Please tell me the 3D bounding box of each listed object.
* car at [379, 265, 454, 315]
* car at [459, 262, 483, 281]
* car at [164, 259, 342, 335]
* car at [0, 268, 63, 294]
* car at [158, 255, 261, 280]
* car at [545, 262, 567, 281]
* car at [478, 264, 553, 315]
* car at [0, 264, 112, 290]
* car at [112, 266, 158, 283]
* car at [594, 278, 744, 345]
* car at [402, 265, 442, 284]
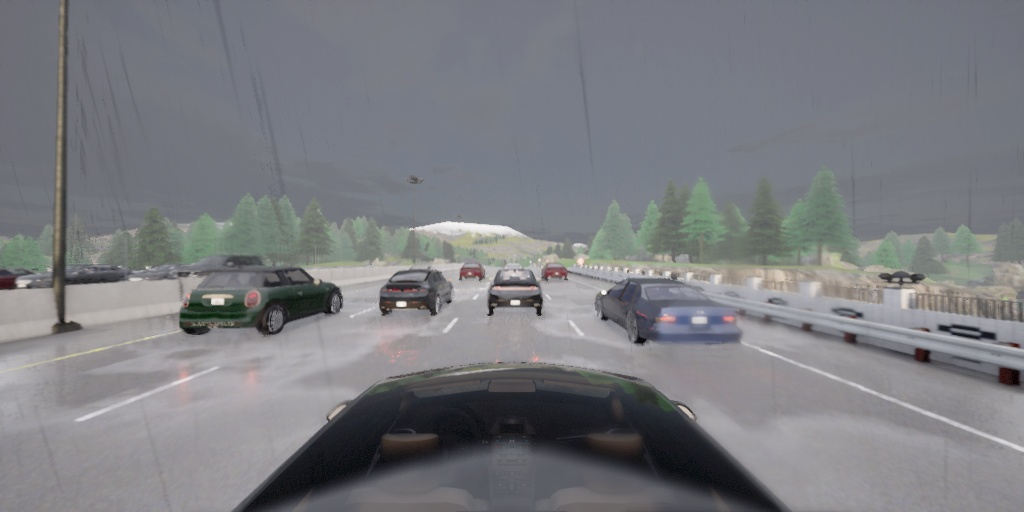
[{"bbox_3d":[-3.395,1.232,13.431,1.837,1.490,4.892,0,0,0],"label":"car"},{"bbox_3d":[-3.390,1.300,31.322,1.882,1.535,5.008,0,-1,0],"label":"car"},{"bbox_3d":[-6.897,1.081,10.528,2.097,1.767,4.553,0,0,0],"label":"car"},{"bbox_3d":[-28.094,1.340,19.308,1.895,1.301,4.718,0,0,0],"label":"car"},{"bbox_3d":[-17.592,0.969,21.853,2.150,2.045,5.566,0,0,0],"label":"car"},{"bbox_3d":[3.621,1.299,31.341,1.882,1.535,5.008,0,-1,0],"label":"car"},{"bbox_3d":[0.104,1.218,13.466,2.128,1.511,4.902,0,0,0],"label":"car"},{"bbox_3d":[-24.592,1.234,20.455,2.128,1.511,4.902,0,0,0],"label":"car"},{"bbox_3d":[-21.091,1.243,22.451,2.128,1.511,4.902,0,0,0],"label":"car"},{"bbox_3d":[3.603,1.277,9.400,2.033,1.411,5.357,0,0,0],"label":"car"},{"bbox_3d":[-6.890,1.391,28.006,1.895,1.301,4.718,0,0,0],"label":"car"}]
